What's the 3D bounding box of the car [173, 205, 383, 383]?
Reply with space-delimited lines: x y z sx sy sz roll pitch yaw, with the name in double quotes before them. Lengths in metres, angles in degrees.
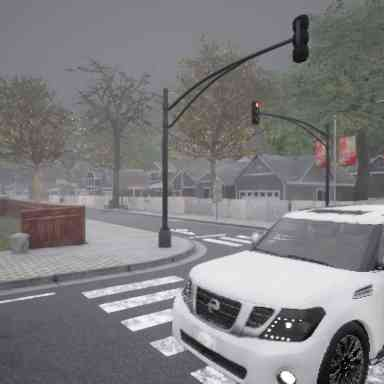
"car" 2.406 1.273 5.283 5.566 2.045 2.150 0 0 -36
